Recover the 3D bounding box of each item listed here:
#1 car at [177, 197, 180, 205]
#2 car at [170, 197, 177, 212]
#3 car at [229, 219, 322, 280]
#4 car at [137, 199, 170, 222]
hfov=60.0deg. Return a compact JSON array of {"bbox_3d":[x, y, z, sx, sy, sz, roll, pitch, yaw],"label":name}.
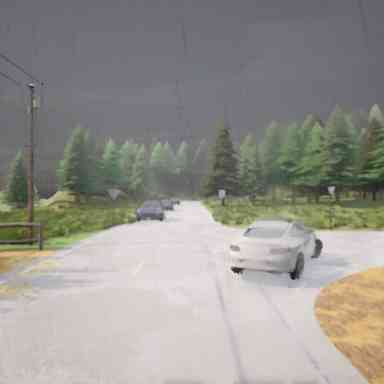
[{"bbox_3d":[-3.193,1.773,63.030,1.837,1.490,4.892,0,-1,0],"label":"car"},{"bbox_3d":[-3.280,1.682,42.605,1.837,1.490,4.892,0,0,0],"label":"car"},{"bbox_3d":[2.630,1.540,10.145,1.812,1.442,4.674,-1,0,29],"label":"car"},{"bbox_3d":[-3.291,1.469,27.529,2.097,1.767,4.553,0,0,0],"label":"car"}]
